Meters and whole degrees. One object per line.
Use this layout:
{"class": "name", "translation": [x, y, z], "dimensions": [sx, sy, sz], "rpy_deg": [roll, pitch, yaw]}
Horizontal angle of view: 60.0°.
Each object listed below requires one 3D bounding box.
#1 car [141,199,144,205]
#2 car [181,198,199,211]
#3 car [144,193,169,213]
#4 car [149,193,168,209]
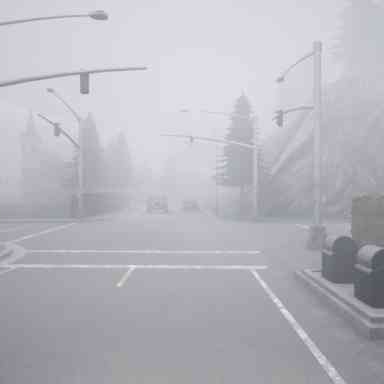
{"class": "car", "translation": [-7.472, 1.567, 57.121], "dimensions": [1.994, 1.385, 4.181], "rpy_deg": [0, 0, -20]}
{"class": "car", "translation": [-0.287, 1.493, 41.420], "dimensions": [2.128, 1.511, 4.902], "rpy_deg": [0, 0, -5]}
{"class": "car", "translation": [-3.765, 1.223, 37.157], "dimensions": [2.150, 2.045, 5.566], "rpy_deg": [0, 0, -2]}
{"class": "car", "translation": [-4.826, 1.224, 47.444], "dimensions": [2.150, 2.045, 5.566], "rpy_deg": [0, 0, -11]}
